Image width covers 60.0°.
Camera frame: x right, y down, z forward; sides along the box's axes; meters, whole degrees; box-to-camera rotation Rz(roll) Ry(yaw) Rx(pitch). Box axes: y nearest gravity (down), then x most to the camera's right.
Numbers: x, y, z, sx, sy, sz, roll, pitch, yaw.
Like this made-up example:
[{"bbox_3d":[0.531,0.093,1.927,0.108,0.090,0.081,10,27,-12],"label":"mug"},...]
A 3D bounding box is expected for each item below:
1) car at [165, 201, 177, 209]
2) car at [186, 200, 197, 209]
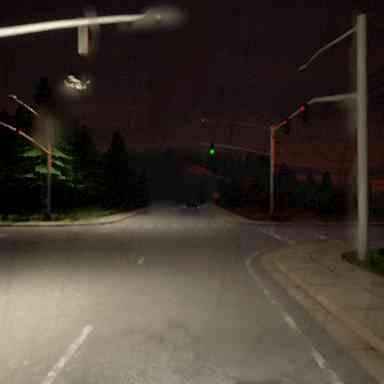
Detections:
[{"bbox_3d":[-3.600,2.167,57.054,2.033,1.411,5.357,0,-1,0],"label":"car"},{"bbox_3d":[-0.025,2.114,58.613,1.882,1.535,5.008,0,-1,0],"label":"car"}]
